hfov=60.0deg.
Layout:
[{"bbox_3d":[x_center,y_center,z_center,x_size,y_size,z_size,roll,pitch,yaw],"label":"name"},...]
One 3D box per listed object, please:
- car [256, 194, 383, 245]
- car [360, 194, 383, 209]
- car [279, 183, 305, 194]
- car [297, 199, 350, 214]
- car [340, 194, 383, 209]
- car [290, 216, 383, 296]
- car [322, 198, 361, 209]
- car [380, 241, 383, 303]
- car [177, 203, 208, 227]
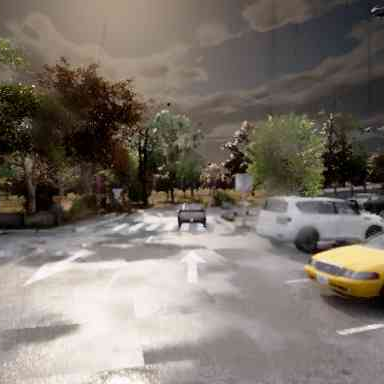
[{"bbox_3d":[5.388,1.243,13.848,5.566,2.045,2.435,1,0,-20],"label":"car"},{"bbox_3d":[27.037,1.281,47.019,2.435,2.045,5.566,1,-1,-22],"label":"car"},{"bbox_3d":[16.299,-0.281,53.786,5.566,2.045,2.150,-4,0,-2],"label":"car"},{"bbox_3d":[13.994,1.507,35.582,5.008,1.535,1.882,0,0,-3],"label":"car"},{"bbox_3d":[23.977,1.280,46.982,2.435,2.045,5.566,0,-1,-21],"label":"car"},{"bbox_3d":[5.199,1.485,7.754,5.366,1.575,1.946,1,0,-20],"label":"car"},{"bbox_3d":[20.954,1.559,46.900,2.163,1.488,4.792,0,-1,-21],"label":"car"},{"bbox_3d":[5.381,1.529,4.813,4.674,1.452,2.002,1,0,-20],"label":"car"},{"bbox_3d":[0.043,1.507,22.749,2.128,1.511,4.902,0,0,1],"label":"car"}]
